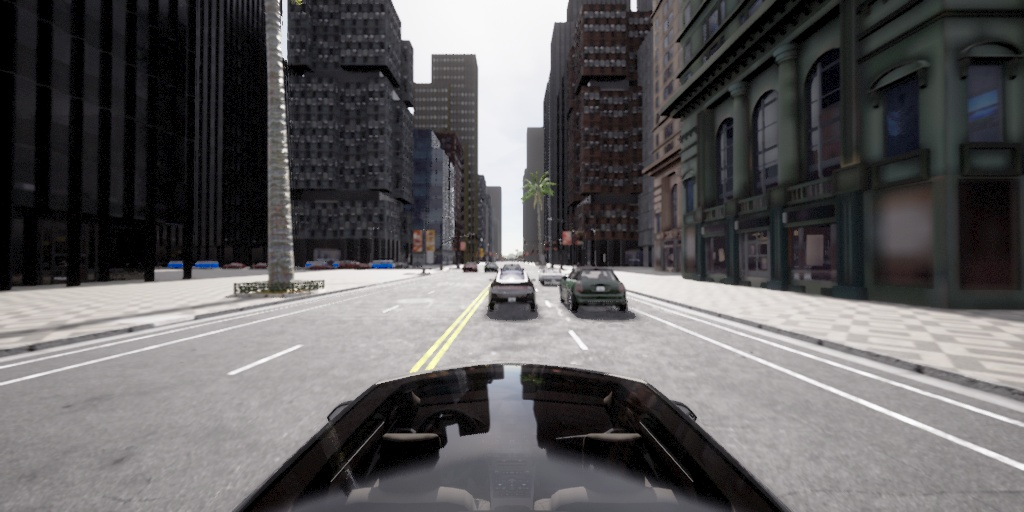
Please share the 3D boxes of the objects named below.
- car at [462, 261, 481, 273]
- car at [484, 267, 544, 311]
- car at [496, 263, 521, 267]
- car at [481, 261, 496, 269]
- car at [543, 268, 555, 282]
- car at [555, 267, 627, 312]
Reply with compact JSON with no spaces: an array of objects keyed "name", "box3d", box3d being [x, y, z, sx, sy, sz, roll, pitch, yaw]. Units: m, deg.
[{"name":"car","box3d":[-6.544,1.681,56.483,2.097,1.767,4.553,0,0,0]},{"name":"car","box3d":[0.017,1.386,15.356,2.128,1.511,4.902,0,0,0]},{"name":"car","box3d":[0.011,1.403,30.274,2.097,1.767,4.553,0,-1,0]},{"name":"car","box3d":[-3.293,1.681,56.485,2.097,1.767,4.553,0,0,0]},{"name":"car","box3d":[3.259,1.651,30.112,1.895,1.301,4.718,0,-1,0]},{"name":"car","box3d":[3.268,1.244,15.279,2.097,1.767,4.553,0,-1,0]}]
